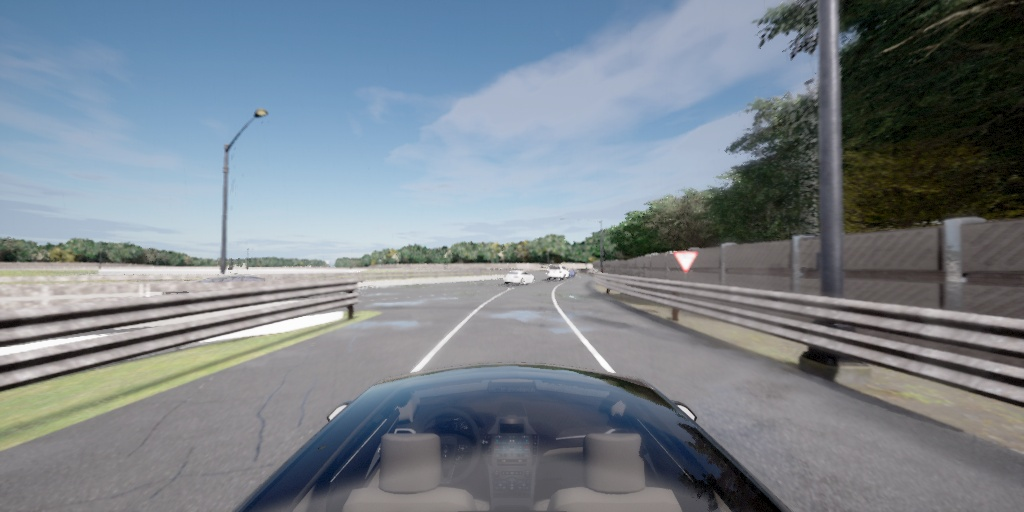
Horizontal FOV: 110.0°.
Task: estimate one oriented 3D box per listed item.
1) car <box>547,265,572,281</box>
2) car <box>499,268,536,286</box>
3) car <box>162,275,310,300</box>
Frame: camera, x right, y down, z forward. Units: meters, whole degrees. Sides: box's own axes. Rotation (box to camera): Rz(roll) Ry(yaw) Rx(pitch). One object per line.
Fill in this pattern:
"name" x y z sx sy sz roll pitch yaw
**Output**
"car" 6.410 2.322 49.669 2.150 2.045 5.566 0 -2 18
"car" 0.758 2.210 36.408 1.812 1.442 4.674 -1 -2 27
"car" -12.239 1.585 16.229 2.033 1.411 5.357 -1 -2 39
